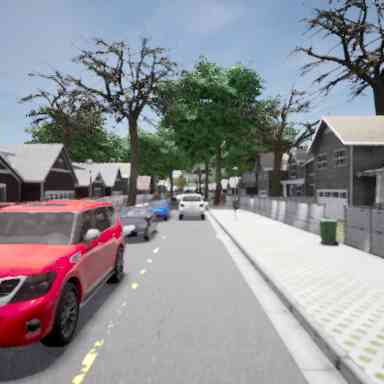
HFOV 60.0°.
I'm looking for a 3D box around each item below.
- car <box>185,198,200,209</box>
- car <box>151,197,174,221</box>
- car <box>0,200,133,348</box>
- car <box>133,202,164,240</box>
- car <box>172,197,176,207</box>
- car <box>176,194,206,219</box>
[{"bbox_3d":[0.060,1.547,45.385,1.994,1.385,4.181,0,0,0],"label":"car"},{"bbox_3d":[-2.803,1.462,27.188,1.882,1.535,5.008,0,0,0],"label":"car"},{"bbox_3d":[-2.840,1.216,6.679,2.150,2.045,5.566,0,0,1],"label":"car"},{"bbox_3d":[-2.842,1.479,16.915,2.128,1.511,4.902,0,0,0],"label":"car"},{"bbox_3d":[-2.753,1.511,46.263,1.837,1.490,4.892,0,0,0],"label":"car"},{"bbox_3d":[0.008,1.207,29.178,2.150,2.045,5.566,0,0,0],"label":"car"}]
